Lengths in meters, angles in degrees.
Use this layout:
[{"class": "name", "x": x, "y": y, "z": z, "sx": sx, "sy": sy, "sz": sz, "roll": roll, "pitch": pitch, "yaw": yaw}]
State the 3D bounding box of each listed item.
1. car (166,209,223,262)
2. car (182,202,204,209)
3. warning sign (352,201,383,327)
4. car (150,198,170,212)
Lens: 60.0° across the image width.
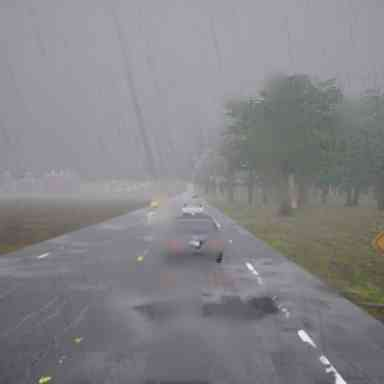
[{"class": "car", "x": 0.084, "y": 1.555, "z": 12.167, "sx": 2.033, "sy": 1.411, "sz": 5.357, "roll": 0, "pitch": 0, "yaw": 0}, {"class": "car", "x": 0.085, "y": 1.596, "z": 30.313, "sx": 1.895, "sy": 1.301, "sz": 4.718, "roll": 0, "pitch": 0, "yaw": 0}, {"class": "warning sign", "x": 3.573, "y": 1.121, "z": 5.456, "sx": 1.300, "sy": 1.860, "sz": 1.060, "roll": 2, "pitch": 1, "yaw": 0}, {"class": "car", "x": -3.605, "y": 1.460, "z": 37.951, "sx": 1.882, "sy": 1.535, "sz": 5.008, "roll": 0, "pitch": 0, "yaw": 0}]
